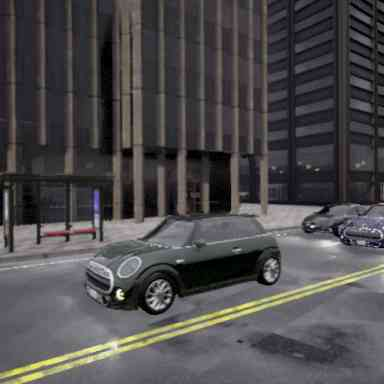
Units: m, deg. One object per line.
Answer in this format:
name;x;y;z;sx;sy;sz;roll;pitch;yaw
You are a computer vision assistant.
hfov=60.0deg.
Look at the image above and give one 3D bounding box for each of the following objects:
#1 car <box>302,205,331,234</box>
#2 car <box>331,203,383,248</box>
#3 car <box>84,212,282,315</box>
car;7.618;1.378;16.992;4.892;1.490;1.837;0;0;-35
car;7.966;1.235;13.348;4.553;1.767;2.097;0;0;-35
car;-0.050;1.316;7.628;4.553;1.767;2.097;-1;0;-36
